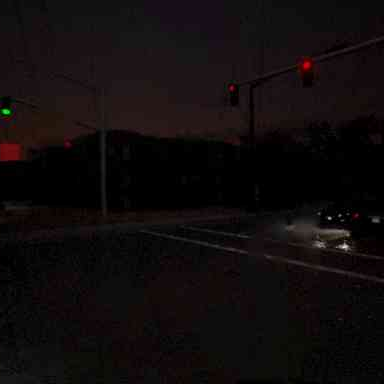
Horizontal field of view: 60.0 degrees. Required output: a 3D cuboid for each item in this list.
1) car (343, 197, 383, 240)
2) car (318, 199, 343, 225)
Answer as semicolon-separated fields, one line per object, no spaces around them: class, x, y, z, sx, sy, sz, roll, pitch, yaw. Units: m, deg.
car;8.505;1.050;13.773;4.553;1.767;2.097;-1;1;-39
car;9.131;1.106;19.022;4.892;1.490;1.837;-1;1;-39
